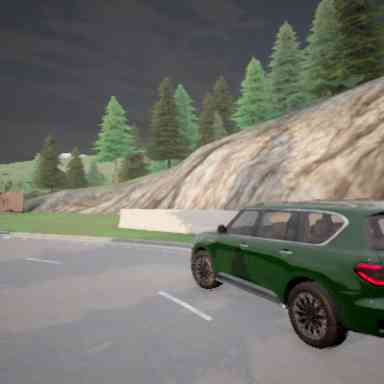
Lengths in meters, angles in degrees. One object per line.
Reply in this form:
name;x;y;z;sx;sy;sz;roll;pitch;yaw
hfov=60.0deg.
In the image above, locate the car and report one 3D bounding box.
car;1.944;1.180;6.540;2.150;2.045;5.566;-1;-1;-25
